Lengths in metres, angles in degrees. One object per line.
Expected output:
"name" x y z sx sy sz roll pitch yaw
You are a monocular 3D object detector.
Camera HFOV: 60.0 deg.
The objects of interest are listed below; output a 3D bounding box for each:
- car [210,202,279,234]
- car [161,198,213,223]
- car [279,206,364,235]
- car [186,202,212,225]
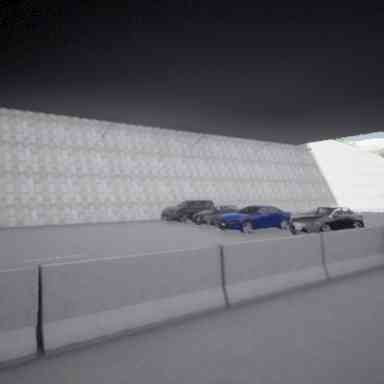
"car" 3.737 1.498 19.527 5.008 1.535 1.882 0 0 -35
"car" -0.104 1.368 25.384 4.553 1.767 2.097 0 0 -35
"car" 7.213 1.518 17.703 4.902 1.511 2.128 0 0 -35
"car" 2.056 1.582 22.626 4.181 1.385 1.994 0 0 -35
